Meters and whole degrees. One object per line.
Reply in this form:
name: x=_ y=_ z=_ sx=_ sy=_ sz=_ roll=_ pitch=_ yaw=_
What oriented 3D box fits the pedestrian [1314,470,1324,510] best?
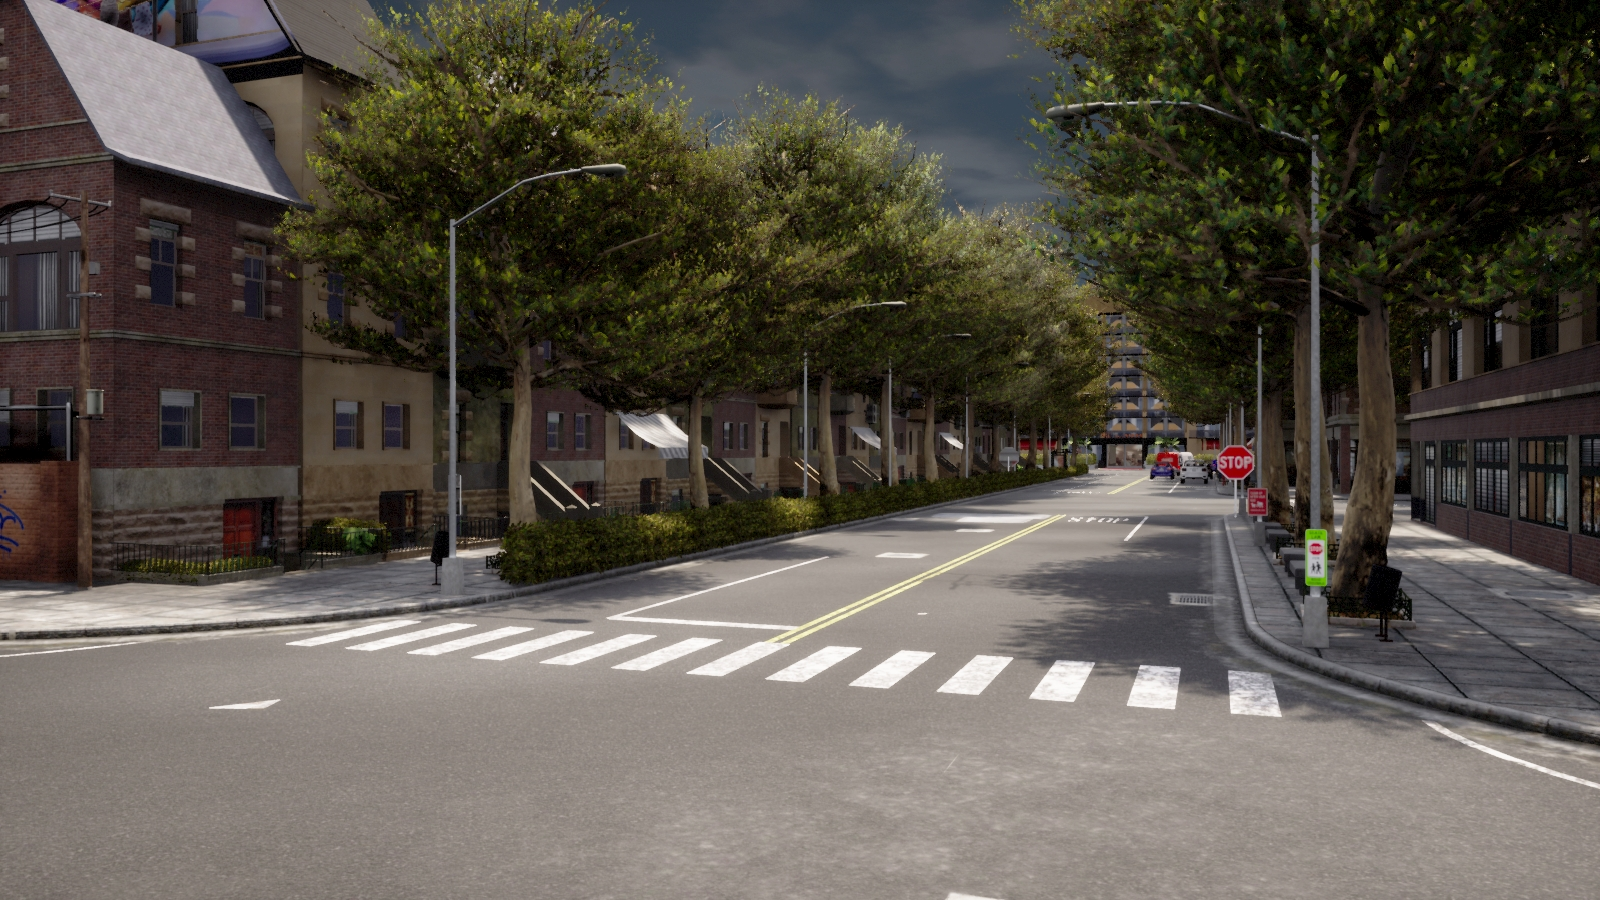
pedestrian: x=24.282 y=1.847 z=53.433 sx=0.375 sy=1.860 sz=0.375 roll=0 pitch=0 yaw=18
